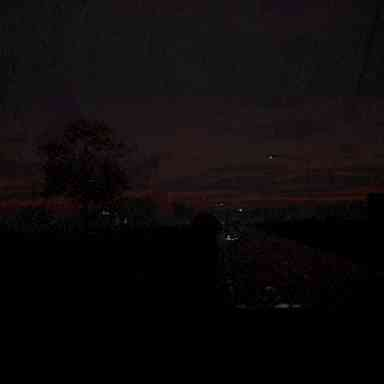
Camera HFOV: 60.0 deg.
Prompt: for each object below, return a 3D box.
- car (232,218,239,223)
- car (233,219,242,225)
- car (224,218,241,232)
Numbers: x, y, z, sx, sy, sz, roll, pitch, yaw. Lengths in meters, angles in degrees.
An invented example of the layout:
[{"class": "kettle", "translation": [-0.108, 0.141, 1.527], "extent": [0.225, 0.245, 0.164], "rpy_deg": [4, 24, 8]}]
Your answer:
[{"class": "car", "translation": [12.225, 7.997, 93.739], "extent": [1.812, 1.442, 4.674], "rpy_deg": [-2, -4, 5]}, {"class": "car", "translation": [11.373, 7.415, 83.363], "extent": [2.033, 1.411, 5.357], "rpy_deg": [-2, -4, 5]}, {"class": "car", "translation": [5.721, 4.937, 48.380], "extent": [2.128, 1.511, 4.902], "rpy_deg": [-2, -4, 5]}]
